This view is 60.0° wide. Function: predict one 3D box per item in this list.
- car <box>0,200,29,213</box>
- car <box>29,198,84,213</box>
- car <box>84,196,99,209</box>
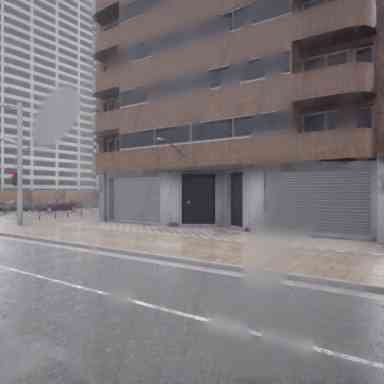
[{"bbox_3d":[-19.532,1.547,37.405,2.033,1.411,5.357,0,0,35],"label":"car"},{"bbox_3d":[-15.161,1.477,37.566,1.882,1.535,5.008,0,0,35],"label":"car"},{"bbox_3d":[-13.839,1.564,45.606,1.994,1.385,4.181,0,0,35],"label":"car"}]
